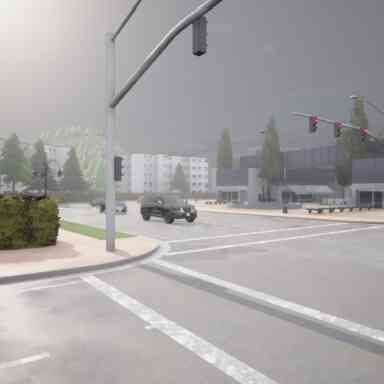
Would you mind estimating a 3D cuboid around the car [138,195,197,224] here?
[{"bbox_3d":[-1.928,1.221,25.347,2.150,2.045,5.566,0,0,-37],"label":"car"}]

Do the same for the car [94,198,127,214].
[{"bbox_3d":[-8.199,1.492,34.422,2.128,1.511,4.902,0,0,-30],"label":"car"}]

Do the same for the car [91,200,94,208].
[{"bbox_3d":[-13.512,1.564,48.380,1.994,1.385,4.181,0,0,-11],"label":"car"}]

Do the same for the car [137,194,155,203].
[{"bbox_3d":[-9.329,1.352,68.065,2.097,1.767,4.553,0,0,15],"label":"car"}]

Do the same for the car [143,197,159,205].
[{"bbox_3d":[-7.228,1.547,59.070,2.033,1.411,5.357,0,0,3],"label":"car"}]

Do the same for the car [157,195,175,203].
[{"bbox_3d":[-5.314,1.477,69.534,1.882,1.535,5.008,0,0,20],"label":"car"}]
